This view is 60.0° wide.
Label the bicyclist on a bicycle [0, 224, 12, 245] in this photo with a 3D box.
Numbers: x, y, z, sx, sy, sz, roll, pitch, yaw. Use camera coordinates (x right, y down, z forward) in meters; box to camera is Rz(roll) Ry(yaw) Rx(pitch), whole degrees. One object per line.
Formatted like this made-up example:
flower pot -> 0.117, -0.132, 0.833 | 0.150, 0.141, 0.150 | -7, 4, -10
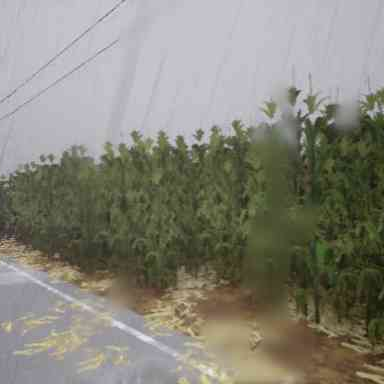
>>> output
bicyclist on a bicycle -> -8.634, 1.799, 16.563 | 1.656, 1.620, 0.582 | -3, 0, -42
